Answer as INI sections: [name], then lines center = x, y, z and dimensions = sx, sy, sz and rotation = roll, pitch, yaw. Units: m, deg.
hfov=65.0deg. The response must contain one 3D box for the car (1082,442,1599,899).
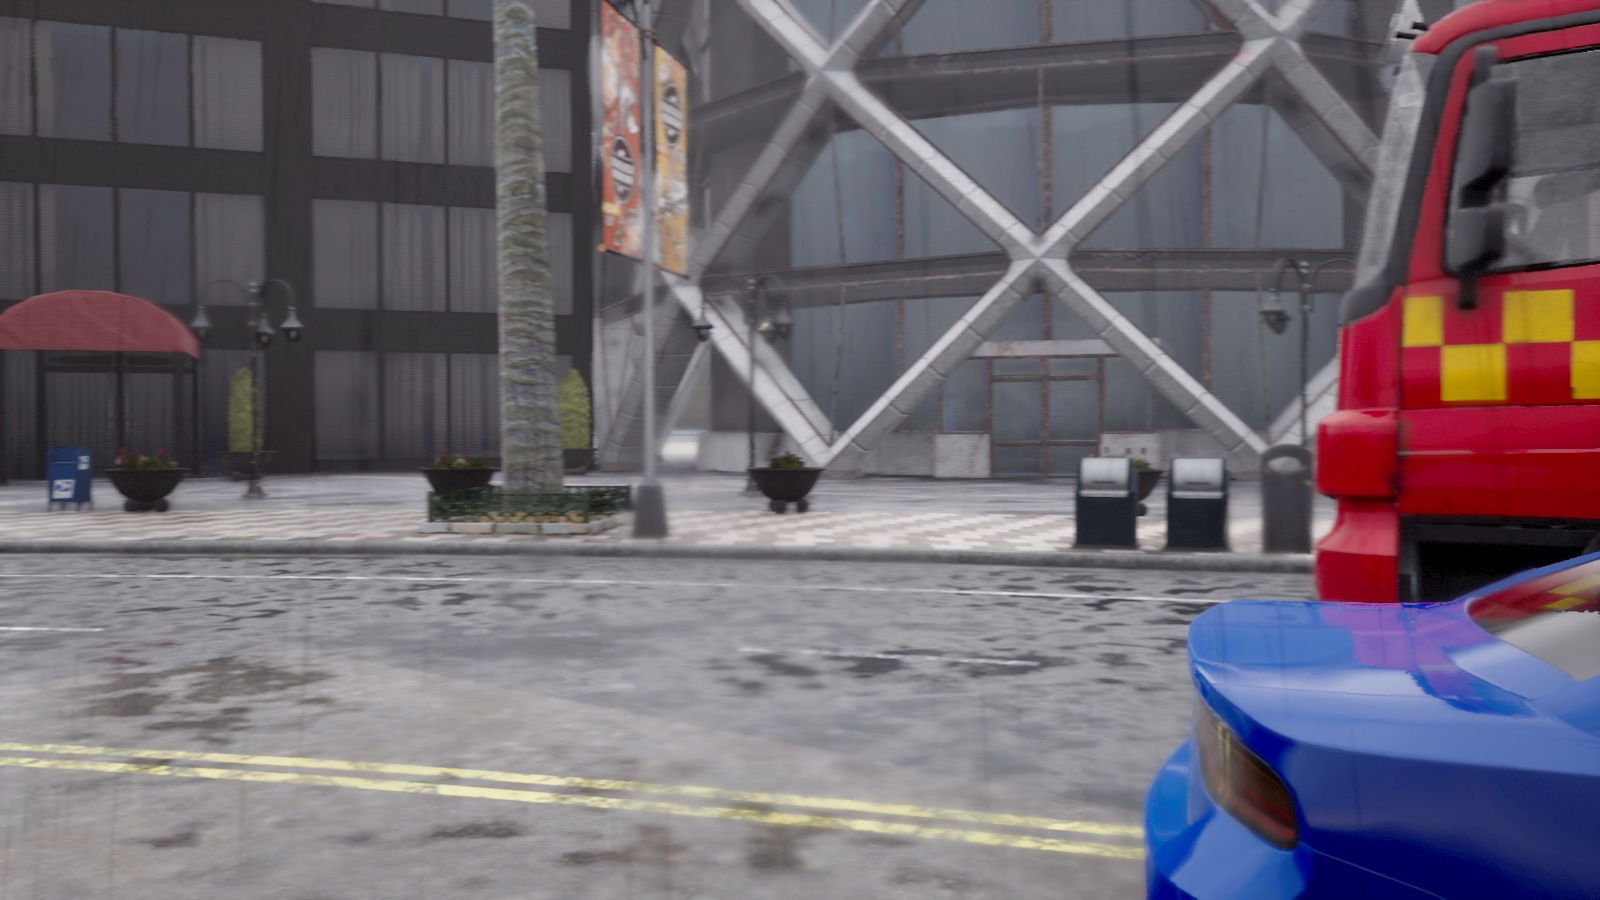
[car]
center = 3.140, 0.778, 2.024
dimensions = 5.008, 1.535, 1.882
rotation = 1, 1, 22

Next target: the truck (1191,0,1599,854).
[truck]
center = 6.081, -0.398, 4.498
dimensions = 8.468, 3.827, 2.891
rotation = 1, 1, 30
